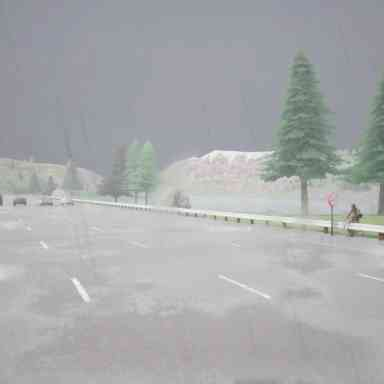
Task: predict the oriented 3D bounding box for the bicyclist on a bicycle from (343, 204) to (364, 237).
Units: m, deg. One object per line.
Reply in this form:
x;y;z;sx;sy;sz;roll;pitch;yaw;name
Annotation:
8.111;1.434;16.596;1.656;1.620;0.582;6;-3;-30;bicyclist on a bicycle

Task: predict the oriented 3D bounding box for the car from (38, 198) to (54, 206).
-23.995;1.601;54.471;1.895;1.301;4.718;0;0;-31;car

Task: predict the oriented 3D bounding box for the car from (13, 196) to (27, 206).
-29.313;1.492;56.578;2.128;1.511;4.902;0;0;-31;car

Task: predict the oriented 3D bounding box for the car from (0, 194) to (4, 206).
-31.963;1.221;54.187;2.150;2.045;5.566;0;0;-31;car

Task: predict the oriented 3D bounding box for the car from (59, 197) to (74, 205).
-21.620;1.526;57.325;1.812;1.442;4.674;0;0;-30;car
